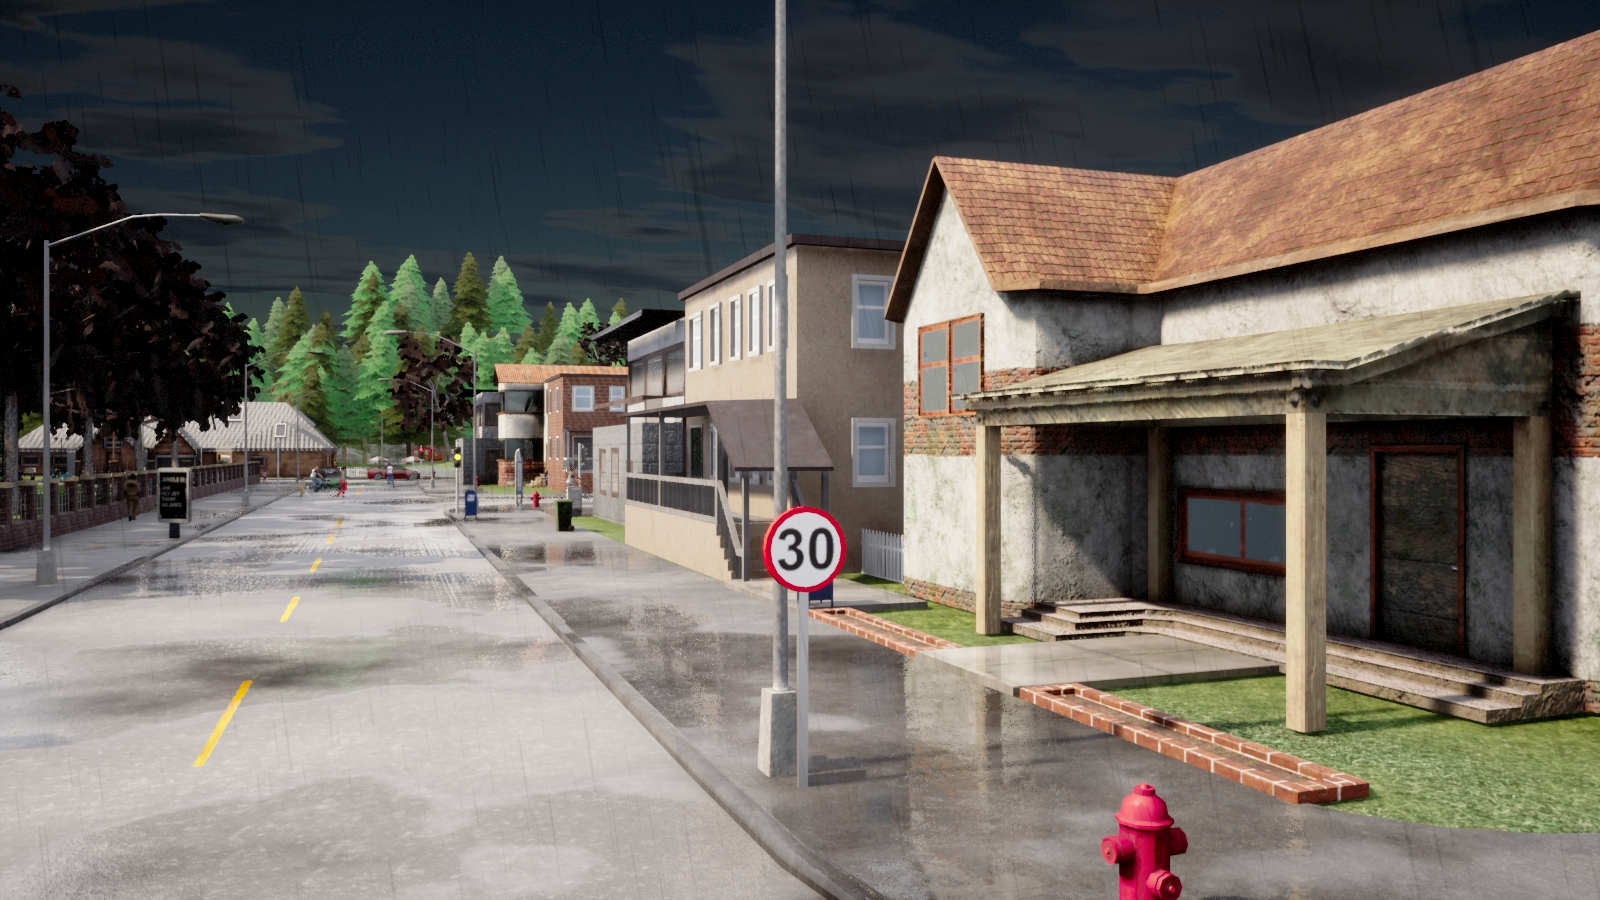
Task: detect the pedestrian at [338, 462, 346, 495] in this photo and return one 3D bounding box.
[{"bbox_3d":[-26.232,1.628,65.430,0.375,1.860,0.375,0,0,-24],"label":"pedestrian"}]

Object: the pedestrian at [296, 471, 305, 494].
[{"bbox_3d":[-29.285,1.908,66.979,0.375,1.300,0.375,0,0,1],"label":"pedestrian"}]

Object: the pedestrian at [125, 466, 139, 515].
[{"bbox_3d":[-25.178,1.525,43.063,0.375,1.860,0.375,0,0,-20],"label":"pedestrian"}]

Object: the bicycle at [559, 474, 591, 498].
[{"bbox_3d":[-12.052,1.936,61.285,1.643,1.296,0.373,0,-1,-14],"label":"bicycle"}]
